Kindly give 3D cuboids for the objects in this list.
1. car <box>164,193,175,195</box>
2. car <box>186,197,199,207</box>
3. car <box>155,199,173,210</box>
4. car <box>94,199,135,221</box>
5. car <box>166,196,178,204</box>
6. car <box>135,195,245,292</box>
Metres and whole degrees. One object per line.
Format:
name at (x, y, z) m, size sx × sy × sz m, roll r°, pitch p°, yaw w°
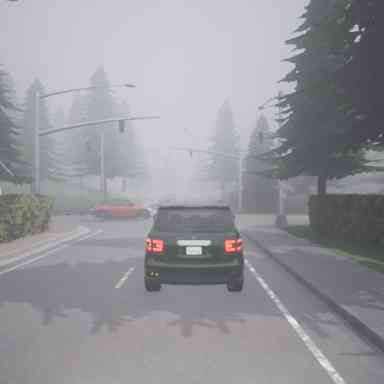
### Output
car at (-3.625, 1.213, 53.821) m, size 2.150 × 2.045 × 5.566 m, roll 0°, pitch 0°, yaw -1°
car at (0.080, 1.517, 50.448) m, size 1.812 × 1.442 × 4.674 m, roll 0°, pitch 0°, yaw 0°
car at (-3.627, 1.594, 43.912) m, size 1.895 × 1.301 × 4.718 m, roll 0°, pitch 0°, yaw 0°
car at (-5.402, 1.342, 26.476) m, size 4.553 × 1.767 × 2.097 m, roll 0°, pitch 0°, yaw -14°
car at (-3.921, 1.494, 64.250) m, size 1.837 × 1.490 × 4.892 m, roll 0°, pitch 0°, yaw -8°
car at (0.057, 1.220, 9.079) m, size 2.150 × 2.045 × 5.566 m, roll 0°, pitch 0°, yaw 0°
